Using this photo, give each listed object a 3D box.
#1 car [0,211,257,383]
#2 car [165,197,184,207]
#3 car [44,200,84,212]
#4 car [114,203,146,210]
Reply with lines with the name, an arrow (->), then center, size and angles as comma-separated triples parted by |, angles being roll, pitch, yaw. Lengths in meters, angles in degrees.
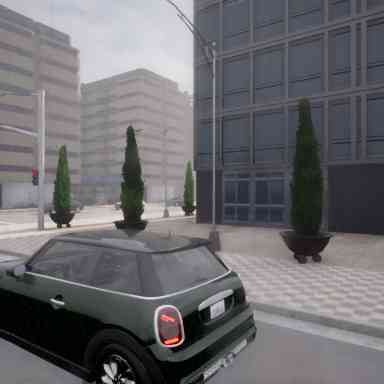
car -> -1.439, 1.352, 5.018 | 4.553, 1.767, 2.097 | 0, 0, 35
car -> -2.220, 1.560, 52.716 | 1.837, 1.490, 4.892 | 0, 0, 35
car -> -14.062, 1.560, 35.955 | 1.837, 1.490, 4.892 | 0, 0, 35
car -> -8.168, 1.581, 44.296 | 1.812, 1.442, 4.674 | 0, 0, 35
